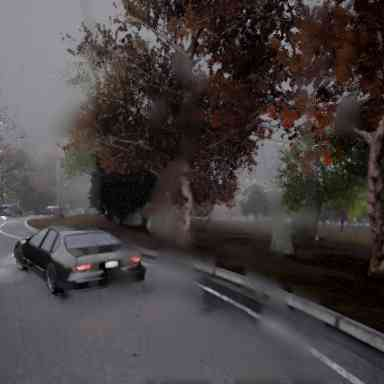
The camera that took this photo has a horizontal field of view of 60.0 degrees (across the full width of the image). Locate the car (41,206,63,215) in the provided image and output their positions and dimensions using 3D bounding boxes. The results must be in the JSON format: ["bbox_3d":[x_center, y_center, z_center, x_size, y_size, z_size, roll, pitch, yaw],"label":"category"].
[{"bbox_3d":[-21.398,2.811,51.128,1.882,1.535,5.008,0,-4,-2],"label":"car"}]

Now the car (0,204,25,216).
[{"bbox_3d":[-20.966,2.069,38.271,1.994,1.385,4.181,0,-3,-2],"label":"car"}]

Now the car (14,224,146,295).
[{"bbox_3d":[-3.281,1.583,8.974,2.033,1.411,5.357,0,0,-39],"label":"car"}]

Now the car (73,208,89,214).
[{"bbox_3d":[-21.848,3.938,65.742,2.097,1.767,4.553,0,-5,-2],"label":"car"}]
